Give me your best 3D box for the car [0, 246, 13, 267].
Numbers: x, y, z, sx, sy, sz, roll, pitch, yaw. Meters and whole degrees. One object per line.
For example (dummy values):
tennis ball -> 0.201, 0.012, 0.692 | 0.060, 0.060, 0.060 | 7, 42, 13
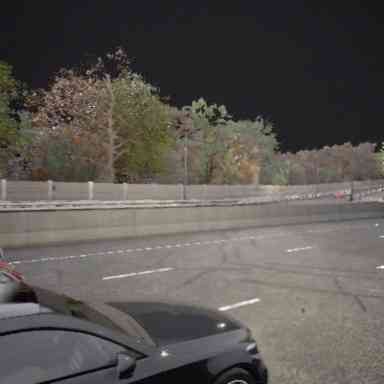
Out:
car -> -4.783, 1.347, 4.635 | 4.553, 1.767, 2.097 | 0, 0, -35

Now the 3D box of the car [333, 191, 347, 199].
car -> 38.098, 0.684, 86.413 | 2.150, 2.045, 5.566 | 0, 1, 32

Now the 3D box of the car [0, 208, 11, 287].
car -> -6.793, 1.347, 7.502 | 4.553, 1.767, 2.097 | 0, 0, -35

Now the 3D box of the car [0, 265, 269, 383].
car -> -1.427, 1.528, 2.733 | 4.674, 1.442, 1.812 | 0, 0, -35
